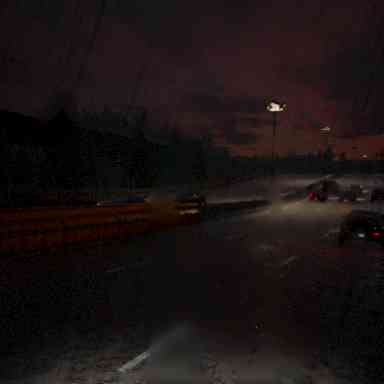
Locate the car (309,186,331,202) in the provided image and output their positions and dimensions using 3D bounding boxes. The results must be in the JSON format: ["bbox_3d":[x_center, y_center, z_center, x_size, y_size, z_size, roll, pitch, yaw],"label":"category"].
[{"bbox_3d":[16.873,0.468,44.217,1.812,1.442,4.674,2,6,30],"label":"car"}]

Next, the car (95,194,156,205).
[{"bbox_3d":[-5.377,1.045,27.466,1.812,1.442,4.674,2,1,30],"label":"car"}]

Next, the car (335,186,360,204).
[{"bbox_3d":[19.931,0.545,42.522,1.837,1.490,4.892,2,6,30],"label":"car"}]

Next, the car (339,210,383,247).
[{"bbox_3d":[8.005,1.561,15.359,1.812,1.442,4.674,2,1,31],"label":"car"}]

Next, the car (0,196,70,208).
[{"bbox_3d":[-10.089,0.976,19.493,2.128,1.511,4.902,2,1,31],"label":"car"}]

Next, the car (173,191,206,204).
[{"bbox_3d":[-0.239,0.949,36.188,2.128,1.511,4.902,2,2,30],"label":"car"}]

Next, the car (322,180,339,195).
[{"bbox_3d":[21.863,-0.829,52.662,2.150,2.045,5.566,2,7,30],"label":"car"}]

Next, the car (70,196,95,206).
[{"bbox_3d":[-9.901,1.004,26.692,1.895,1.301,4.718,2,1,31],"label":"car"}]

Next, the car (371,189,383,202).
[{"bbox_3d":[24.471,0.369,43.328,2.128,1.511,4.902,2,7,30],"label":"car"}]

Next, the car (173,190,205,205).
[{"bbox_3d":[-0.345,0.660,42.877,1.837,1.490,4.892,2,4,31],"label":"car"}]

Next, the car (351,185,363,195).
[{"bbox_3d":[25.102,-0.430,51.285,1.994,1.385,4.181,2,7,30],"label":"car"}]
